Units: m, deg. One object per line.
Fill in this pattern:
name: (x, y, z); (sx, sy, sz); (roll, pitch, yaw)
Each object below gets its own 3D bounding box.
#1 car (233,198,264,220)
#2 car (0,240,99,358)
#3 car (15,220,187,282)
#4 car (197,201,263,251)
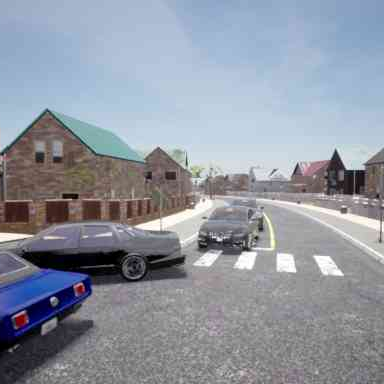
car: (3.048, 1.143, 19.225); (2.097, 1.767, 4.553); (1, 1, 11)
car: (-4.114, 1.577, 5.182); (4.718, 1.301, 1.895); (0, 1, 15)
car: (-2.865, 1.436, 8.370); (5.357, 1.411, 2.033); (-1, 1, -13)
car: (1.624, 1.338, 13.500); (1.837, 1.490, 4.892); (1, 1, 17)
